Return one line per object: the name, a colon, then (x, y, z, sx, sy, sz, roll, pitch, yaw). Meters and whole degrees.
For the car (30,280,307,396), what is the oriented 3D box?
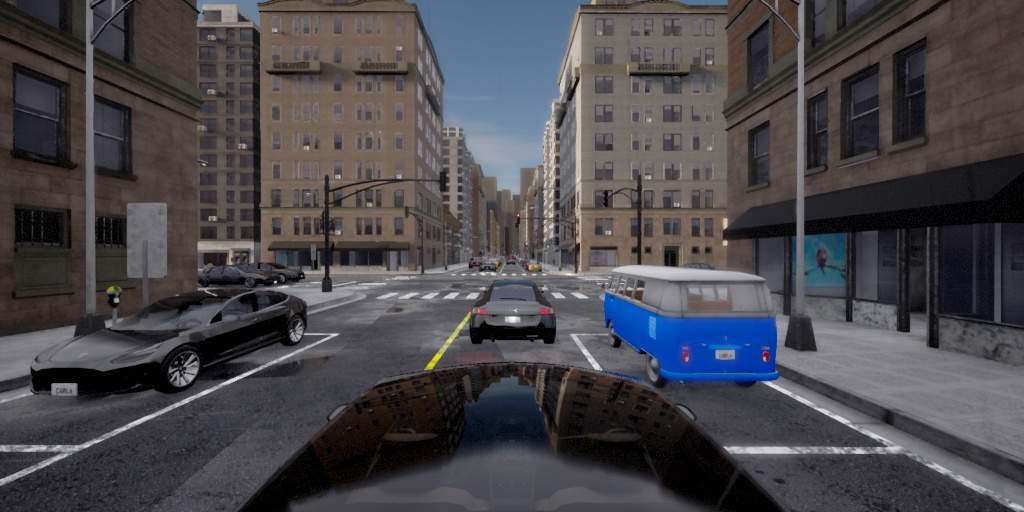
car: (-5.643, 1.315, 6.710, 1.948, 1.339, 4.313, 0, 0, 0)

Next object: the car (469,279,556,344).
car: (0.042, 1.313, 9.592, 1.994, 1.385, 4.181, 0, 0, 1)

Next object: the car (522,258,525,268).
car: (2.866, 1.177, 51.385, 1.967, 1.591, 4.097, 0, 0, 0)

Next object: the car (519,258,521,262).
car: (2.780, 1.296, 62.437, 1.948, 1.339, 4.313, 0, 0, 0)

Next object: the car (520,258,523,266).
car: (2.823, 1.285, 56.911, 2.007, 1.370, 4.403, 0, 0, 0)

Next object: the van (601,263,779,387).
van: (2.882, 1.090, 6.669, 1.690, 1.789, 3.998, 0, 0, 0)

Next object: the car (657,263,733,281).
car: (15.220, 1.289, 29.987, 5.357, 1.411, 2.033, 0, 0, 0)

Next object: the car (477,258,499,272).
car: (-3.048, 1.305, 45.821, 1.994, 1.385, 4.181, 0, 0, -1)

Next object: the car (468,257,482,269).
car: (-5.702, 1.049, 56.845, 2.192, 1.841, 5.009, 0, 0, 0)

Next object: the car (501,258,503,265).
car: (-3.152, 1.329, 64.957, 1.895, 1.301, 4.718, 0, 0, 0)

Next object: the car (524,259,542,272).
car: (2.908, 1.266, 46.029, 1.751, 1.417, 4.829, 0, 0, 0)

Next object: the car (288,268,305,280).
car: (-17.871, 1.229, 26.347, 4.892, 1.490, 1.837, 0, 0, 0)

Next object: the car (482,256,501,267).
car: (-3.110, 1.213, 54.692, 1.882, 1.535, 5.008, 0, 0, 0)

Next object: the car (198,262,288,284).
car: (-17.901, 1.281, 23.095, 5.357, 1.411, 2.033, 0, 0, 0)
